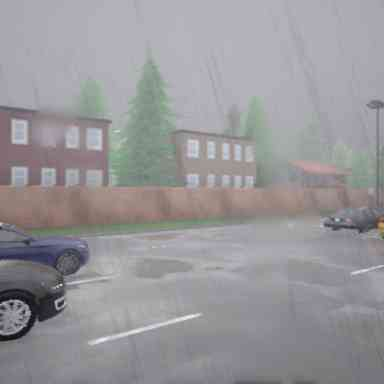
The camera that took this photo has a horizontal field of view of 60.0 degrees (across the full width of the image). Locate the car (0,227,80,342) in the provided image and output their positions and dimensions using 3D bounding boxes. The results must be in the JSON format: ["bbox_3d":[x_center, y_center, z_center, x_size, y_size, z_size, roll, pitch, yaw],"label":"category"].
[{"bbox_3d":[-4.440,1.504,4.877,4.892,1.490,1.837,0,0,-35],"label":"car"}]

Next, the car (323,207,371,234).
[{"bbox_3d":[9.884,1.558,19.390,5.357,1.411,2.033,0,0,-35],"label":"car"}]

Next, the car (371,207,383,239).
[{"bbox_3d":[10.792,1.488,15.739,5.008,1.535,1.882,0,0,-35],"label":"car"}]

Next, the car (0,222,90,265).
[{"bbox_3d":[-5.090,1.527,8.697,4.674,1.442,1.812,0,0,-35],"label":"car"}]
